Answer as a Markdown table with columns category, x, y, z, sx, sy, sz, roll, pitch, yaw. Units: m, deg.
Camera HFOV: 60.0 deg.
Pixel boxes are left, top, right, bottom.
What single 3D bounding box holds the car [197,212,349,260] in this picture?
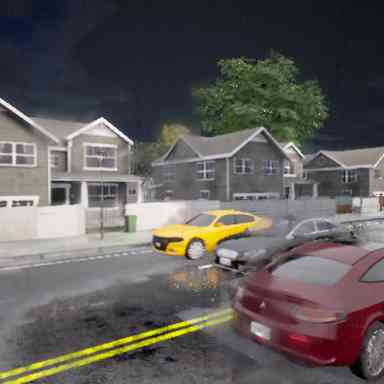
| category | x | y | z | sx | sy | sz | roll | pitch | yaw |
| --- | --- | --- | --- | --- | --- | --- | --- | --- | --- |
| car | 2.811 | 1.440 | 9.682 | 4.902 | 1.511 | 2.128 | 0 | 0 | -35 |

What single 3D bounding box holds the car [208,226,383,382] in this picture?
| category | x | y | z | sx | sy | sz | roll | pitch | yaw |
| --- | --- | --- | --- | --- | --- | --- | --- | --- | --- |
| car | 2.696 | 1.491 | 5.363 | 4.674 | 1.442 | 1.812 | 0 | 0 | -36 |

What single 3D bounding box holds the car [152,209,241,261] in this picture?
| category | x | y | z | sx | sy | sz | roll | pitch | yaw |
| --- | --- | --- | --- | --- | --- | --- | --- | --- | --- |
| car | 0.915 | 1.426 | 12.321 | 5.008 | 1.535 | 1.882 | 0 | 0 | -35 |
